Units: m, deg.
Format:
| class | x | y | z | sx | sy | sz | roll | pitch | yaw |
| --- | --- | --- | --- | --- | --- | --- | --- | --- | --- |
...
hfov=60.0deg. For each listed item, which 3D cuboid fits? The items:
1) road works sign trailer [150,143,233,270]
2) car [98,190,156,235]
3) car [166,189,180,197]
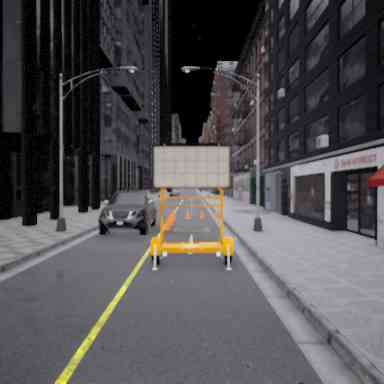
| class | x | y | z | sx | sy | sz | roll | pitch | yaw |
| --- | --- | --- | --- | --- | --- | --- | --- | --- | --- |
| road works sign trailer | -0.006 | 0.293 | 10.335 | 2.380 | 3.560 | 2.880 | 0 | 1 | 0 |
| car | -3.112 | 0.941 | 17.101 | 2.150 | 2.045 | 5.566 | 0 | 1 | 0 |
| car | -3.089 | 0.574 | 60.207 | 2.033 | 1.411 | 5.357 | 0 | 1 | 1 |
